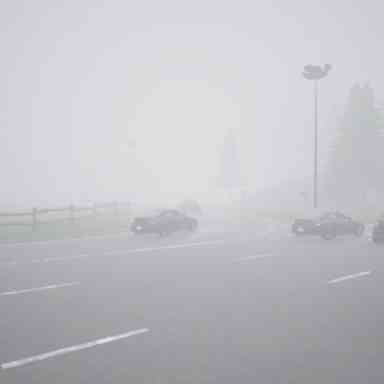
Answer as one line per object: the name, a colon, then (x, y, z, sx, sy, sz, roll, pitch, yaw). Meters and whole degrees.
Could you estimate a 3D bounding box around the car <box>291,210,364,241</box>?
car: (7.138, 1.668, 17.455, 4.674, 1.442, 1.812, 1, 0, -36)

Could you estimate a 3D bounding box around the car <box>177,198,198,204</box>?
car: (-0.527, 1.540, 36.995, 2.097, 1.767, 4.553, 0, 0, -15)

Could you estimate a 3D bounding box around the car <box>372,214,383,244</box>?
car: (10.428, 1.509, 15.486, 4.553, 1.767, 2.097, 0, 0, -35)

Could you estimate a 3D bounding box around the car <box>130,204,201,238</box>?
car: (-1.446, 1.609, 18.312, 1.812, 1.442, 4.674, 1, 0, 30)
